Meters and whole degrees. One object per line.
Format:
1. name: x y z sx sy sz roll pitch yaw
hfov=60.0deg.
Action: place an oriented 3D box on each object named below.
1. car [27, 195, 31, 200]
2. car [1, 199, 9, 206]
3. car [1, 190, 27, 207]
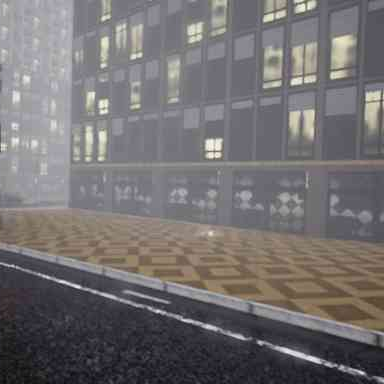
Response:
1. car: -23.552 0.554 43.154 1.752 1.417 4.829 2 1 36
2. car: -7.083 1.084 8.735 4.553 1.767 2.097 2 1 36
3. car: -20.062 0.635 33.776 2.192 1.841 5.009 2 1 36
